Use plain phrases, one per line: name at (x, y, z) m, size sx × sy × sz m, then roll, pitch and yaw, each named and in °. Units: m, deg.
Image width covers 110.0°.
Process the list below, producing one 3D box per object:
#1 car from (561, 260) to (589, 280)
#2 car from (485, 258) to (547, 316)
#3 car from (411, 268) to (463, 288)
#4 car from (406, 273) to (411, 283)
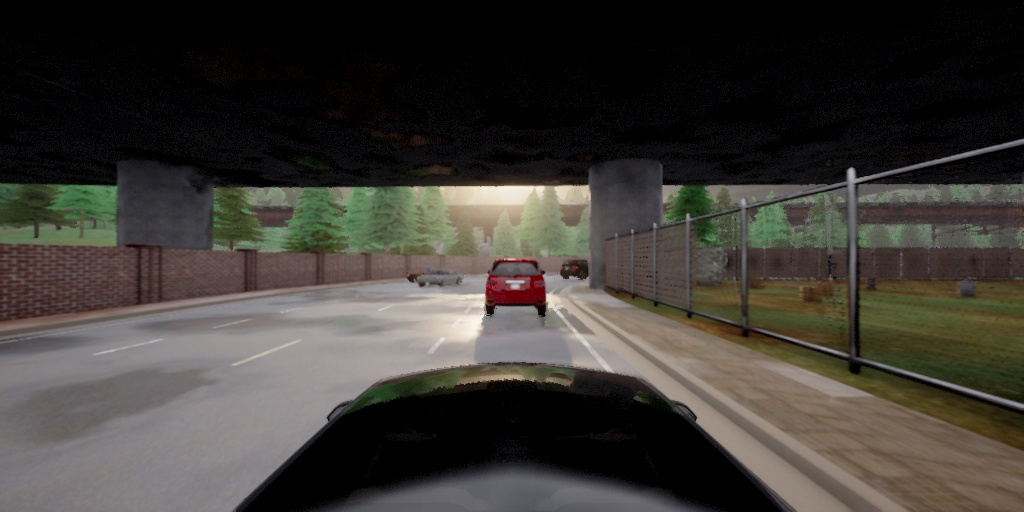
car at (7.319, 1.402, 37.084) m, size 5.566 × 2.045 × 2.150 m, roll 1°, pitch -2°, yaw -44°
car at (0.173, 1.126, 14.439) m, size 2.150 × 2.045 × 5.566 m, roll 0°, pitch -1°, yaw 1°
car at (-5.400, 1.662, 27.225) m, size 1.895 × 1.301 × 4.718 m, roll 0°, pitch -1°, yaw 14°
car at (-7.506, 1.725, 32.457) m, size 1.895 × 1.301 × 4.718 m, roll 0°, pitch -1°, yaw 19°
